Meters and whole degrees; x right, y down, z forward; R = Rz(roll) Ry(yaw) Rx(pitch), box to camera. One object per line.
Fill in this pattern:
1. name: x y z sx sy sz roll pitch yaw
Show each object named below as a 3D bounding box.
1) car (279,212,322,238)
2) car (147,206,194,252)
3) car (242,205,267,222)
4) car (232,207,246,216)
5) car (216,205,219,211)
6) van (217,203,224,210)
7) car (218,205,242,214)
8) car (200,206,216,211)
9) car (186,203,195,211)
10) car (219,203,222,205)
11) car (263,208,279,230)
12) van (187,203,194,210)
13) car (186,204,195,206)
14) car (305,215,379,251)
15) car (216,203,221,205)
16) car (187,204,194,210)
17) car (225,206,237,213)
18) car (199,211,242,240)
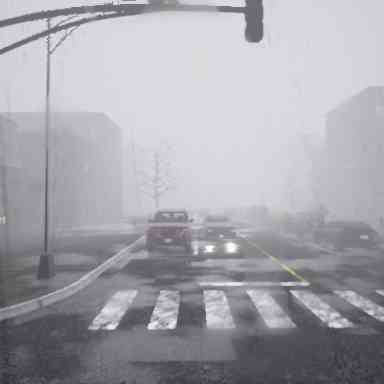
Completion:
1. car: 7.457 2.069 21.880 1.967 1.590 4.097 -1 -2 0
2. car: -0.969 1.779 16.403 2.192 1.841 5.009 -1 -2 0
3. car: 7.588 2.439 38.521 2.192 1.841 5.009 -1 -2 0
4. car: 7.724 3.201 55.151 1.802 1.307 4.206 -1 -2 0
5. car: 5.028 3.192 54.234 1.895 1.301 4.718 0 -2 0
6. van: 8.031 4.112 93.978 1.690 1.788 3.998 -1 -2 0
7. car: 4.990 2.772 43.787 2.128 1.511 4.902 0 -2 1
8. car: 1.948 2.919 46.861 2.033 1.411 5.357 0 -2 1
9. car: -0.437 3.757 82.952 2.192 1.841 5.009 -1 -2 0
10. car: 7.901 3.859 77.334 1.802 1.307 4.206 -1 -2 0
11. car: 7.503 2.325 27.594 1.752 1.417 4.829 -1 -2 0
12. van: -0.393 3.947 88.497 1.690 1.788 3.998 -1 -2 0
13. car: -0.791 2.564 38.582 1.967 1.590 4.097 -1 -2 0
14. car: 7.413 2.030 16.331 1.947 1.339 4.313 -1 -2 0
15. car: 7.989 4.188 88.425 1.802 1.307 4.206 -1 -2 0
16. car: -0.348 4.211 94.040 1.967 1.590 4.097 -1 -2 0
17. car: 7.812 3.493 66.243 1.887 1.381 4.507 -1 -2 0
18. car: 1.664 2.157 21.270 2.033 1.411 5.357 0 -2 0
